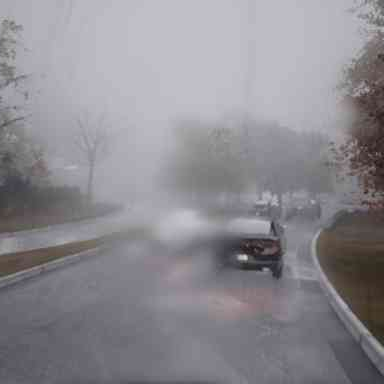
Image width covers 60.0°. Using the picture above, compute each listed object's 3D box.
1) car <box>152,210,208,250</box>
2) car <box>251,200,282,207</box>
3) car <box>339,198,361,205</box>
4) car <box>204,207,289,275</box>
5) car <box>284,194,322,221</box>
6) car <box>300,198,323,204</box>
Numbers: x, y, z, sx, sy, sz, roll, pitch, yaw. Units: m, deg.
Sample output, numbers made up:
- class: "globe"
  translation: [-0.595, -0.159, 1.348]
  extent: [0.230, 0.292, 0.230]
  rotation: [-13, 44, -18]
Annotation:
- class: "car"
  translation: [-0.138, 1.526, 14.457]
  extent: [1.812, 1.442, 4.674]
  rotation: [0, 0, 20]
- class: "car"
  translation: [6.415, 1.442, 28.543]
  extent: [1.837, 1.490, 4.892]
  rotation: [0, 0, 29]
- class: "car"
  translation: [32.288, 1.838, 68.098]
  extent: [1.812, 1.442, 4.674]
  rotation: [0, -1, -23]
- class: "car"
  translation: [2.014, 1.489, 10.792]
  extent: [1.882, 1.535, 5.008]
  rotation: [0, 0, 17]
- class: "car"
  translation: [9.128, 1.287, 26.925]
  extent: [2.097, 1.767, 4.553]
  rotation: [0, 0, 27]
- class: "car"
  translation: [26.045, 1.926, 72.509]
  extent: [1.994, 1.385, 4.181]
  rotation: [1, -1, -43]
